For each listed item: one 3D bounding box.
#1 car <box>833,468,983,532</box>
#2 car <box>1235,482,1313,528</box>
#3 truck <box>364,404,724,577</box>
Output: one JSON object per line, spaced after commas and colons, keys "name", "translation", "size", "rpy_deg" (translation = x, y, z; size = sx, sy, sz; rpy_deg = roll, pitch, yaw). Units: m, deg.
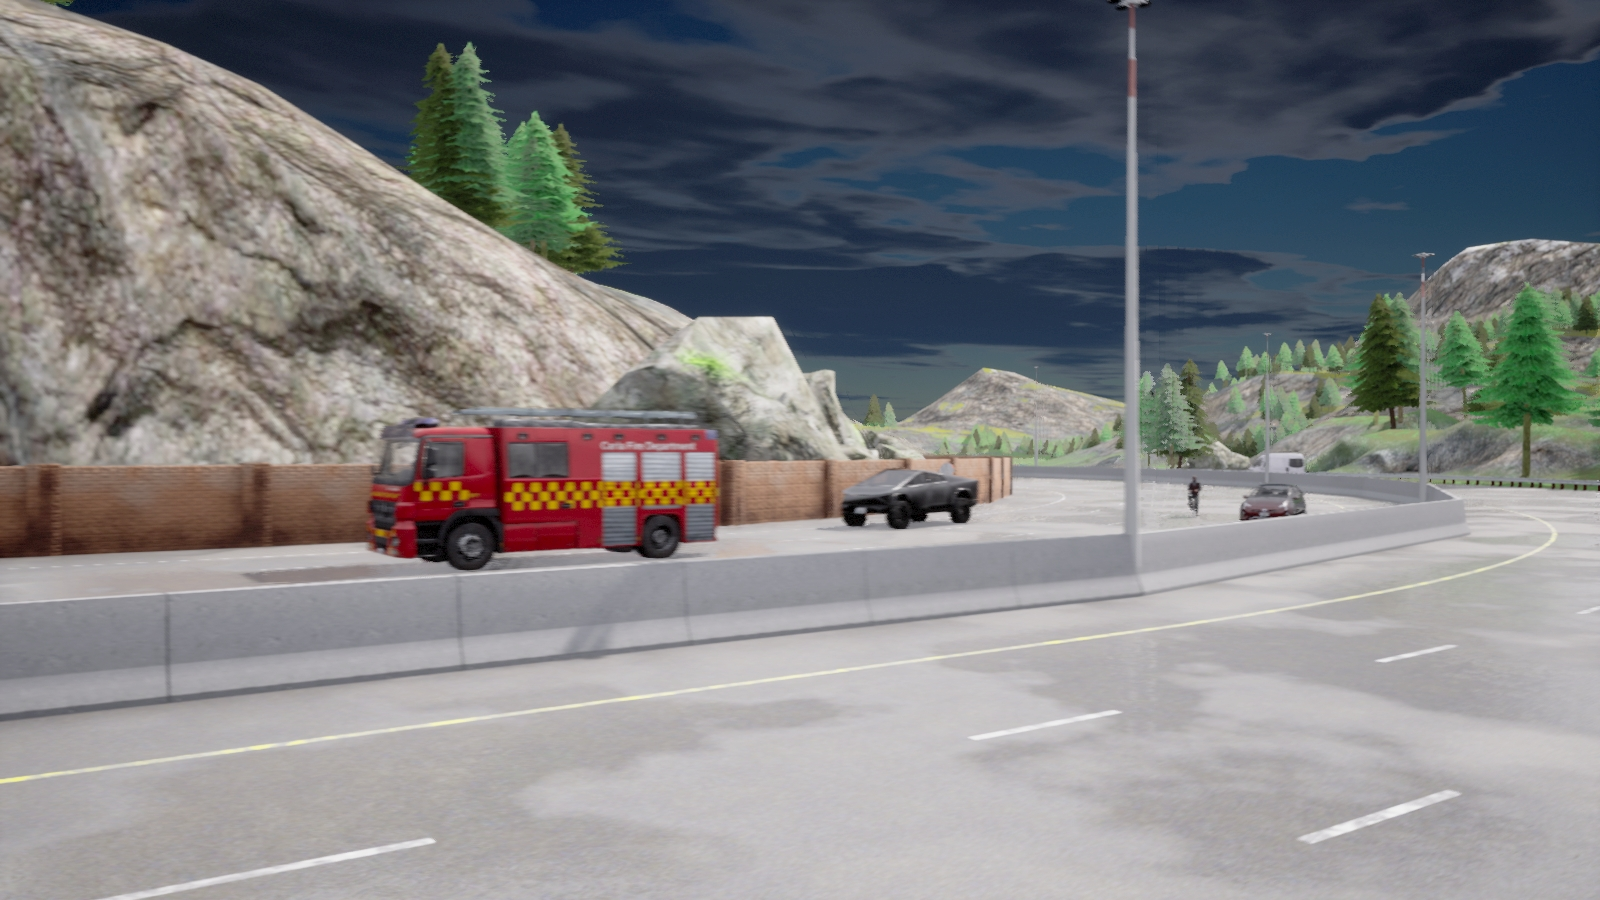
{"name": "car", "translation": [4.127, 1.778, 42.544], "size": [2.390, 2.098, 6.274], "rpy_deg": [0, 0, 40]}
{"name": "car", "translation": [18.279, 2.069, 43.939], "size": [2.007, 1.525, 4.514], "rpy_deg": [0, 0, 32]}
{"name": "truck", "translation": [-6.305, 0.903, 29.032], "size": [8.468, 3.827, 2.891], "rpy_deg": [0, 0, -36]}
